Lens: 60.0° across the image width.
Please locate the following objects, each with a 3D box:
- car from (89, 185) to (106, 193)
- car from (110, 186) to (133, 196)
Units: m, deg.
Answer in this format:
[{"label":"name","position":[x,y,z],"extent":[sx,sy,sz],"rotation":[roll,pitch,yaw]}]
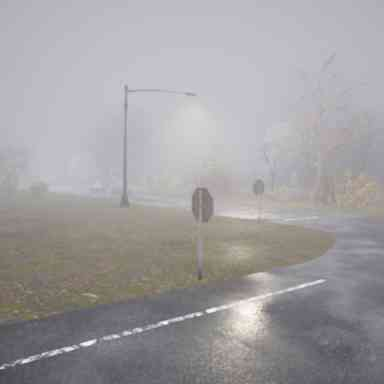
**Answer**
[{"label":"car","position":[-17.082,-0.565,60.247],"extent":[1.812,1.442,4.674],"rotation":[0,2,-36]},{"label":"car","position":[-11.012,-0.207,51.776],"extent":[2.033,1.411,5.357],"rotation":[0,2,-36]}]
